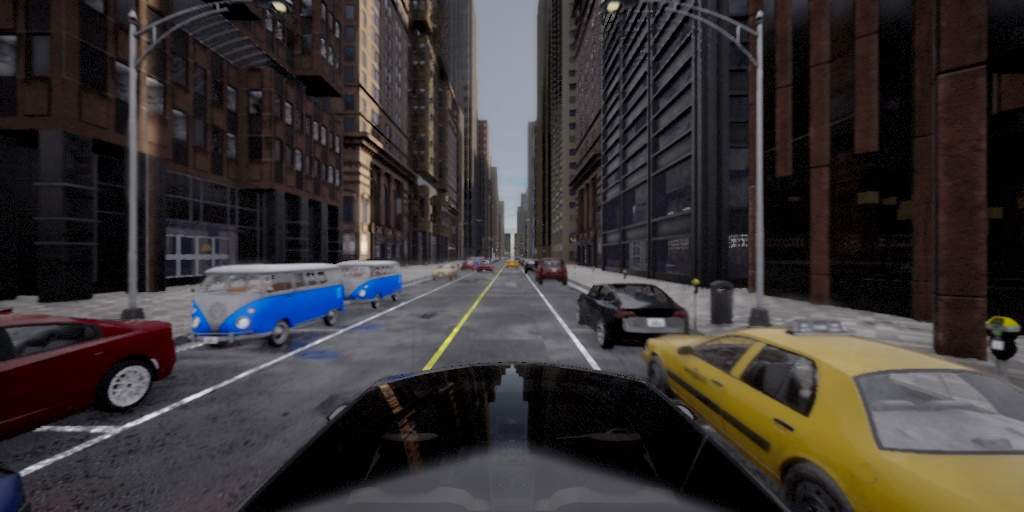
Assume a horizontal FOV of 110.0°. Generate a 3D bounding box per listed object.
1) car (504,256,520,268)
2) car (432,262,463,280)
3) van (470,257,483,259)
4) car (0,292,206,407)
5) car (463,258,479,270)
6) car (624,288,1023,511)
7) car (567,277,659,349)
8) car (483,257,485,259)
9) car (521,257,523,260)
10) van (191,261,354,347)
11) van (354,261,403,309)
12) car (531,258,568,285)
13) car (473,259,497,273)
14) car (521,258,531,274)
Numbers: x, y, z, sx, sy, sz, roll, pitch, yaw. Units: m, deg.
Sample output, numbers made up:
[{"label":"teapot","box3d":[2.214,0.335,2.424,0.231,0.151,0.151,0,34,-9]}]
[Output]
[{"label":"car","box3d":[0.019,1.208,60.168,1.882,1.535,5.008,0,0,0]},{"label":"car","box3d":[-5.753,1.259,31.257,1.751,1.417,4.829,0,0,0]},{"label":"van","box3d":[-5.745,1.072,53.901,1.690,1.789,3.998,0,0,0]},{"label":"car","box3d":[-5.762,1.294,3.336,1.888,1.381,4.507,0,0,0]},{"label":"car","box3d":[-5.747,1.276,48.282,1.888,1.381,4.507,0,0,0]},{"label":"car","box3d":[2.763,1.274,3.511,1.751,1.417,4.829,0,0,0]},{"label":"car","box3d":[2.765,1.310,8.960,1.948,1.339,4.313,0,0,0]},{"label":"car","box3d":[-5.744,1.281,59.519,2.007,1.370,4.403,0,0,0]},{"label":"car","box3d":[2.782,1.256,59.699,1.751,1.417,4.829,0,0,0]},{"label":"van","box3d":[-5.760,1.086,8.954,1.690,1.789,3.998,0,0,0]},{"label":"van","box3d":[-5.758,1.082,14.573,1.690,1.789,3.998,0,0,0]},{"label":"car","box3d":[2.771,1.050,25.817,2.192,1.841,5.009,0,0,0]},{"label":"car","box3d":[-3.073,1.332,41.985,1.895,1.301,4.718,0,0,0]},{"label":"car","box3d":[2.373,1.209,41.039,1.882,1.535,5.008,0,0,0]}]
